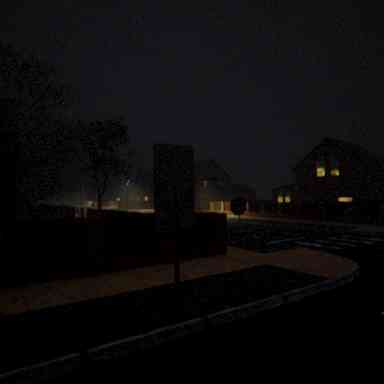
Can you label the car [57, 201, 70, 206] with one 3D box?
[{"bbox_3d":[-33.415,3.186,87.359,1.895,1.301,4.718,-1,0,-31],"label":"car"}]
